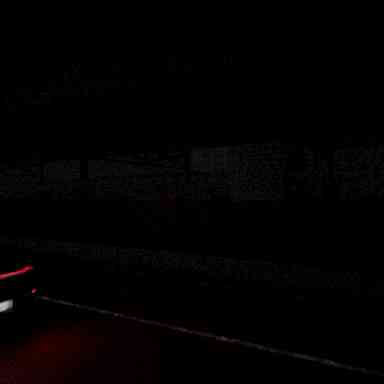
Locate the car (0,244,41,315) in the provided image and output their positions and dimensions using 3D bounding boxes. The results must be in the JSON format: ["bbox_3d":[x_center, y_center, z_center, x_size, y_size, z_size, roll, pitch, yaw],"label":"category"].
[{"bbox_3d":[-4.950,1.494,6.125,4.902,1.511,2.128,0,0,28],"label":"car"}]
